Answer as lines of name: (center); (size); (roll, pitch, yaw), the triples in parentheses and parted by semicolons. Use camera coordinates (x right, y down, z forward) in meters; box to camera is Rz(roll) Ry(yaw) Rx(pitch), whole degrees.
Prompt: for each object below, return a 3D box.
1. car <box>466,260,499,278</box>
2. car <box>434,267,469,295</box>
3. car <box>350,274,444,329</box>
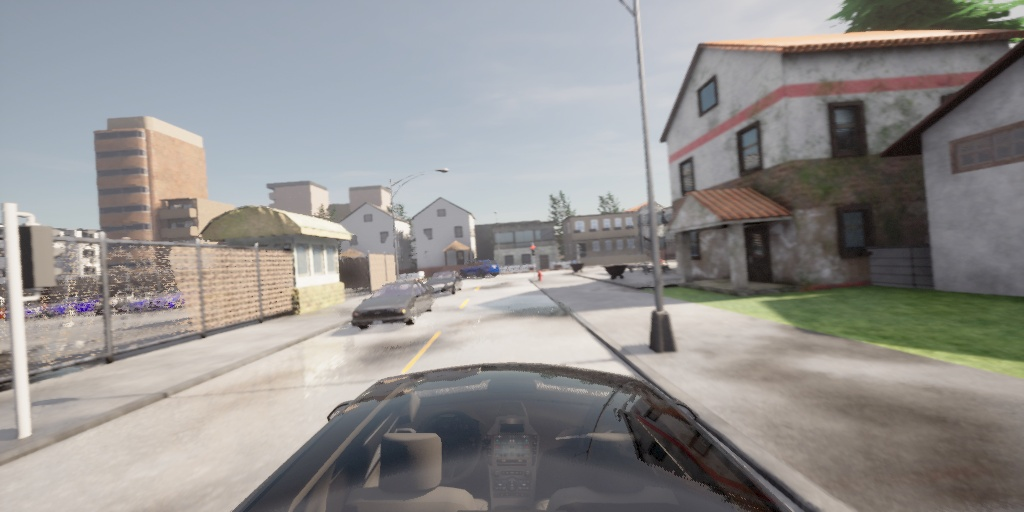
car: (-3.943, 1.565, 42.525); (5.566, 2.045, 2.150); (-5, -2, 44)
car: (-4.431, 1.736, 23.800); (2.128, 1.511, 4.902); (-4, 0, -1)
car: (-4.244, 1.704, 13.756); (2.033, 1.411, 5.357); (-4, 0, -1)
